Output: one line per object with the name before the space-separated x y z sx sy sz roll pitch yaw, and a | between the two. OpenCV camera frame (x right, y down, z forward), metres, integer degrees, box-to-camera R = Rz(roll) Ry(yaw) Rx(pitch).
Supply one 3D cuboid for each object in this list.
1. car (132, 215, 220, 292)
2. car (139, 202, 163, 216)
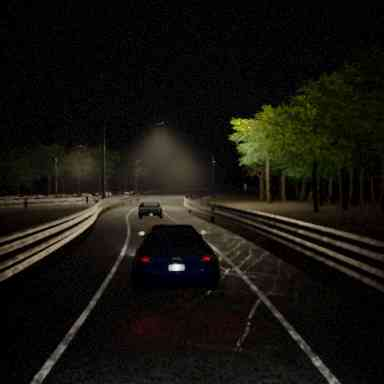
car | -0.500 1.537 8.929 1.994 1.385 4.181 0 0 -5
car | -3.590 1.483 28.418 1.895 1.301 4.718 0 0 -10
